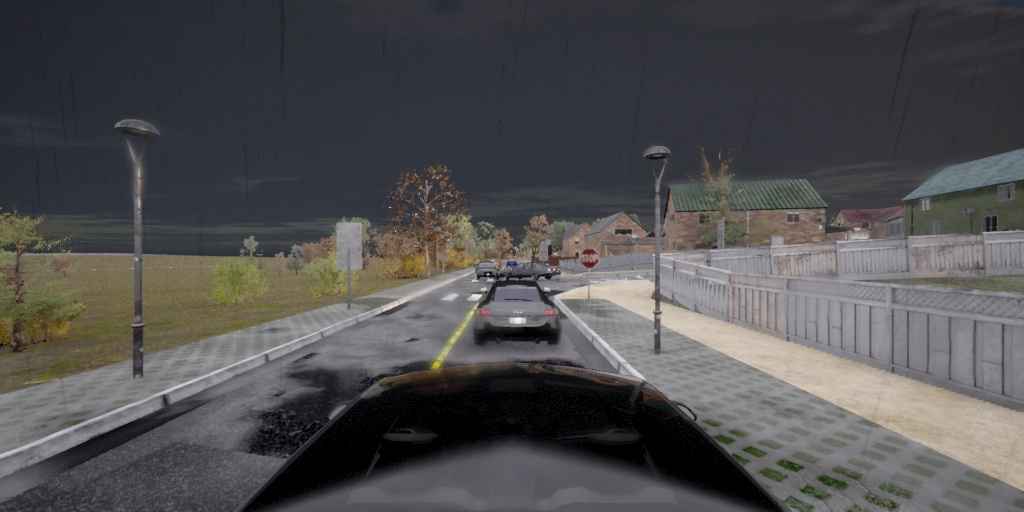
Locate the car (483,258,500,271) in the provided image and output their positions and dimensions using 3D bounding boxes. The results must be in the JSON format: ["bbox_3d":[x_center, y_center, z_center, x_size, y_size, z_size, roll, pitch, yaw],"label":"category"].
[{"bbox_3d":[-2.881,1.120,51.209,2.097,1.767,4.553,0,0,1],"label":"car"}]

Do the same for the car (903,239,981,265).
[{"bbox_3d":[23.875,-0.208,20.452,4.902,1.511,2.128,-3,0,14],"label":"car"}]

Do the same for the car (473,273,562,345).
[{"bbox_3d":[0.097,1.313,9.467,1.994,1.385,4.181,0,0,-1],"label":"car"}]

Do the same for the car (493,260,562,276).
[{"bbox_3d":[1.318,1.197,28.482,5.357,1.411,2.033,-4,-3,43],"label":"car"}]

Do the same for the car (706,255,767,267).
[{"bbox_3d":[14.373,0.413,22.867,4.181,1.385,1.994,-3,0,16],"label":"car"}]

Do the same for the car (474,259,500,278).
[{"bbox_3d":[-2.271,1.257,31.391,1.837,1.490,4.892,0,0,-8],"label":"car"}]
